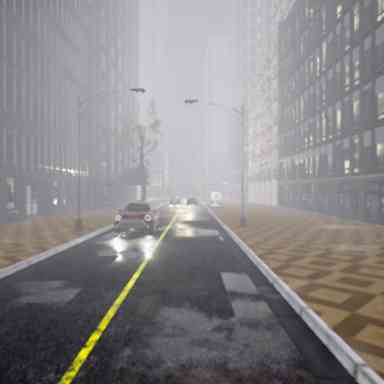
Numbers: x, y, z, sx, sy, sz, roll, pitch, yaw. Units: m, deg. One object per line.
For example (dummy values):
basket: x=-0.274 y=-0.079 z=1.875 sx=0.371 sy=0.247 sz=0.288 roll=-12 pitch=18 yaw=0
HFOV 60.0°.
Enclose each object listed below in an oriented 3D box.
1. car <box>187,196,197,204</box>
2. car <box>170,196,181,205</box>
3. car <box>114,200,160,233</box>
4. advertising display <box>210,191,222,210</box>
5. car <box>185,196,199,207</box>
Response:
car: x=-0.002 y=1.567 z=66.418 sx=1.812 sy=1.442 sz=4.674 roll=0 pitch=0 yaw=0
car: x=-3.031 y=1.531 z=60.568 sx=2.128 sy=1.511 sz=4.902 roll=0 pitch=0 yaw=1
car: x=-3.097 y=1.355 z=19.380 sx=2.097 sy=1.767 sz=4.553 roll=0 pitch=0 yaw=0
advertising display: x=3.145 y=1.043 z=43.162 sx=1.540 sy=2.440 sz=0.280 roll=1 pitch=0 yaw=0
car: x=0.001 y=1.534 z=52.798 sx=1.837 sy=1.490 sz=4.892 roll=0 pitch=0 yaw=0
